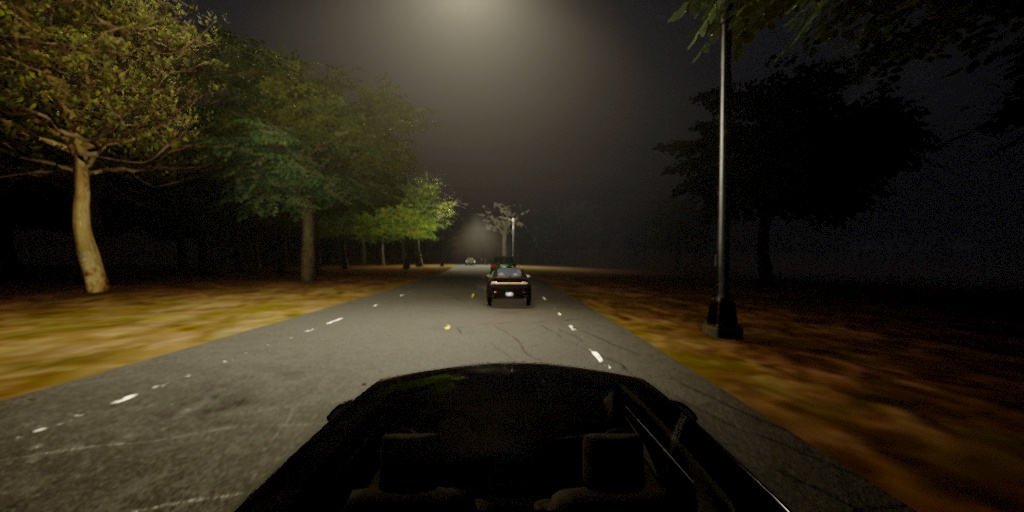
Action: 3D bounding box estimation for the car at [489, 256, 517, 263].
[{"bbox_3d":[-0.761,0.995,31.002,2.150,2.045,5.566,1,0,-3],"label":"car"}]

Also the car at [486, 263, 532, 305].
[{"bbox_3d":[-0.154,1.258,16.215,2.128,1.511,4.902,1,0,-1],"label":"car"}]
